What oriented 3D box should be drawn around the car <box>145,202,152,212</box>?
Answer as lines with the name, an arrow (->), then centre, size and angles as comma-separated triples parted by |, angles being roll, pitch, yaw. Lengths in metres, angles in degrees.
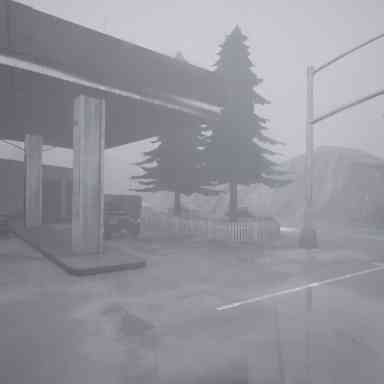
car -> -6.536, 1.652, 40.227 | 1.812, 1.442, 4.674 | 1, 0, -35

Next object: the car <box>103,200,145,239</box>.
car -> -4.473, 1.446, 18.305 | 1.905, 1.878, 3.866 | 1, 0, -36

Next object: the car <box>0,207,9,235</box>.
car -> -11.604, 1.521, 18.514 | 2.242, 1.667, 4.611 | 1, 0, -36

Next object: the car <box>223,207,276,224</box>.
car -> 4.244, 1.817, 24.900 | 1.994, 1.385, 4.181 | 1, 0, -35

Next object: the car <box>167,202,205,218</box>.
car -> -0.672, 1.721, 31.899 | 1.812, 1.442, 4.674 | 1, 0, -35
